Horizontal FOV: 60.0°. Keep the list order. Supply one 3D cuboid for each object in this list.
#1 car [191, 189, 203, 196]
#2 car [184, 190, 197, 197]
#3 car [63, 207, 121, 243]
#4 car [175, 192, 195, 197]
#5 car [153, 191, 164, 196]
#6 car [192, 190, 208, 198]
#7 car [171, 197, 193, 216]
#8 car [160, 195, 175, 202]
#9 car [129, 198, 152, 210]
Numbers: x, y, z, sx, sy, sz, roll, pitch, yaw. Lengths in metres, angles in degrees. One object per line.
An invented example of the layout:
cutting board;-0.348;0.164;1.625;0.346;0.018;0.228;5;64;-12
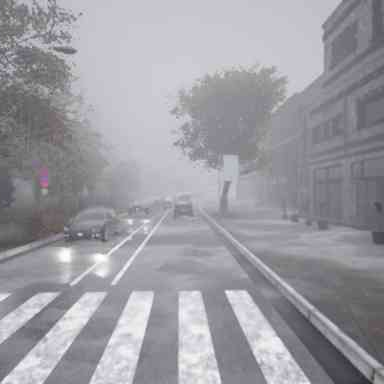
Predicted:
car;1.375;0.151;95.429;2.097;1.535;5.008;0;3;16
car;-0.263;0.433;89.323;2.231;1.521;4.892;0;3;14
car;-4.784;1.565;16.477;1.837;1.490;4.892;0;0;-1
car;-1.034;1.411;53.714;2.150;2.045;5.566;0;0;1
car;-8.755;0.401;87.376;1.895;1.301;4.718;0;2;7
car;1.990;0.604;83.081;1.837;1.490;4.892;0;2;12
car;-0.878;1.597;34.213;1.882;1.535;5.008;0;0;-2
car;-4.384;1.701;61.074;2.002;1.452;4.674;-2;2;2
car;-4.992;1.360;32.858;1.812;1.442;4.674;0;0;1
